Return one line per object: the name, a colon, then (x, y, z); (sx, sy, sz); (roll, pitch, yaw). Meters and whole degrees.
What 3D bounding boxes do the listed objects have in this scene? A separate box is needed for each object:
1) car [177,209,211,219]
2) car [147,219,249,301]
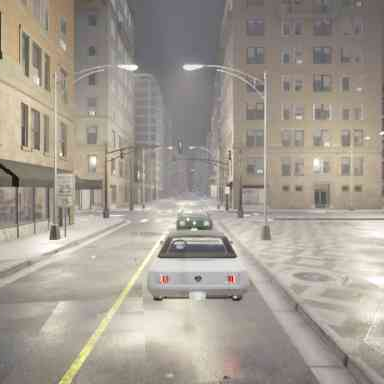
car: (0.122, 1.600, 18.908); (1.895, 1.301, 4.718); (0, 0, 0)
car: (0.110, 1.601, 8.267); (1.895, 1.301, 4.718); (0, 0, 0)
